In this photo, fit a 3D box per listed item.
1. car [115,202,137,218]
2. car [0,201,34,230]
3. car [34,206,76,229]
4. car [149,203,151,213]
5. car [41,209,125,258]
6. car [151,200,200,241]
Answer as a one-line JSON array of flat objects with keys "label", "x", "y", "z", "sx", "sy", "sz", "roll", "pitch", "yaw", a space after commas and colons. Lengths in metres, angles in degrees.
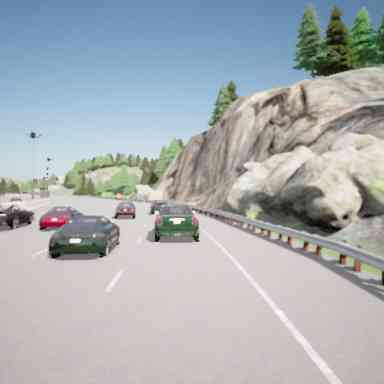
[{"label": "car", "x": -6.151, "y": 1.616, "z": 30.953, "sx": 2.033, "sy": 1.411, "sz": 5.357, "roll": 0, "pitch": 0, "yaw": -10}, {"label": "car", "x": -11.889, "y": 1.556, "z": 21.688, "sx": 2.128, "sy": 1.511, "sz": 4.902, "roll": 0, "pitch": 0, "yaw": -7}, {"label": "car", "x": -8.378, "y": 1.621, "z": 21.696, "sx": 1.994, "sy": 1.385, "sz": 4.181, "roll": 0, "pitch": 0, "yaw": -7}, {"label": "car", "x": -3.498, "y": 1.564, "z": 35.726, "sx": 2.128, "sy": 1.511, "sz": 4.902, "roll": 0, "pitch": 0, "yaw": -11}, {"label": "car", "x": -4.022, "y": 1.596, "z": 13.048, "sx": 1.994, "sy": 1.385, "sz": 4.181, "roll": 0, "pitch": 0, "yaw": -4}, {"label": "car", "x": -0.844, "y": 1.385, "z": 17.062, "sx": 2.097, "sy": 1.767, "sz": 4.553, "roll": 0, "pitch": 0, "yaw": -5}]
